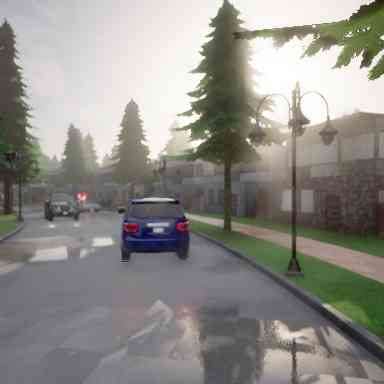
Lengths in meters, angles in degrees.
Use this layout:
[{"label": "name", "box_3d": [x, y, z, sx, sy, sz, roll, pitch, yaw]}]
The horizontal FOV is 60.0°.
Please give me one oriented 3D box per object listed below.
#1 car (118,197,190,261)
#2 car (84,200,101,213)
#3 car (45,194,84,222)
[{"label": "car", "box_3d": [-1.534, 1.197, 12.384, 2.150, 2.045, 5.566, 0, 0, -12]}, {"label": "car", "box_3d": [-11.266, 1.527, 35.079, 1.895, 1.301, 4.718, 0, 0, -34]}, {"label": "car", "box_3d": [-10.379, 1.165, 26.441, 2.150, 2.045, 5.566, 0, 0, -27]}]
